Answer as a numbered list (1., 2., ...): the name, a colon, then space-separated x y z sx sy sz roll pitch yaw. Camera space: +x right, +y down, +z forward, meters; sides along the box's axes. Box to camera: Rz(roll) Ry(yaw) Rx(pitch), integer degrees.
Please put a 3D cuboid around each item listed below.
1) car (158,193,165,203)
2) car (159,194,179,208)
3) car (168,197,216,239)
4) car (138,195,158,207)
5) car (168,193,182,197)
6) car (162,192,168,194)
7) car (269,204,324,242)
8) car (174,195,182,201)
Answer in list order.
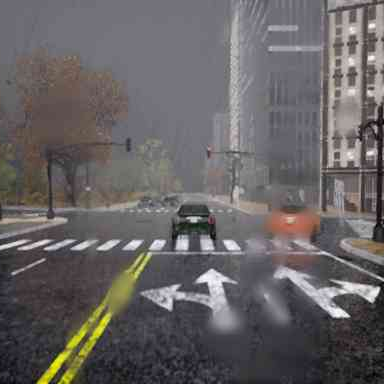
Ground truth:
1. car: -6.559 1.490 63.659 2.033 1.411 5.357 0 0 1
2. car: -3.355 1.473 48.335 1.812 1.442 4.674 0 0 0
3. car: 0.088 1.326 17.269 2.097 1.767 4.553 0 0 0
4. car: -6.604 1.299 48.552 2.097 1.767 4.553 0 0 0
5. car: -3.301 1.445 64.821 1.837 1.490 4.892 0 1 0
6. car: -6.551 1.108 79.112 2.150 2.045 5.566 0 0 0
7. car: 5.403 1.388 16.970 2.097 1.767 4.553 1 -1 26
8. car: -3.301 1.407 79.144 1.812 1.442 4.674 0 0 0
